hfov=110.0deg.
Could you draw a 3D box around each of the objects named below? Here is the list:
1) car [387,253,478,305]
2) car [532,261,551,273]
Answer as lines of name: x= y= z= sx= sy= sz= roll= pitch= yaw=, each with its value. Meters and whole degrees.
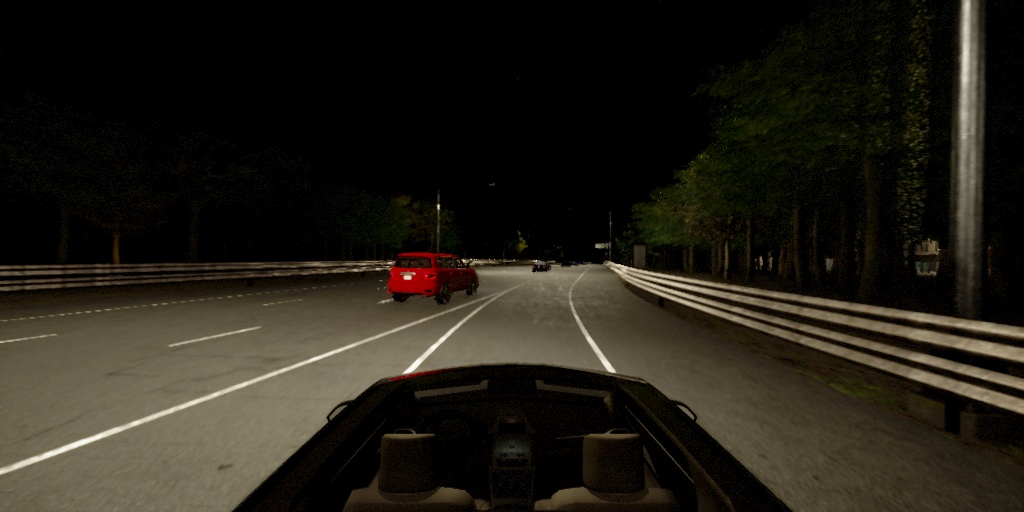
car: x=-3.282 y=0.915 z=15.979 sx=2.150 sy=2.045 sz=5.566 roll=1 pitch=0 yaw=13
car: x=3.849 y=1.399 z=46.252 sx=2.033 sy=1.411 sz=5.357 roll=1 pitch=0 yaw=13
